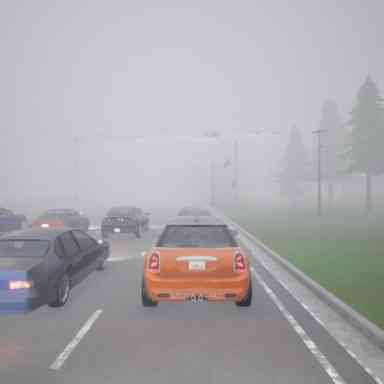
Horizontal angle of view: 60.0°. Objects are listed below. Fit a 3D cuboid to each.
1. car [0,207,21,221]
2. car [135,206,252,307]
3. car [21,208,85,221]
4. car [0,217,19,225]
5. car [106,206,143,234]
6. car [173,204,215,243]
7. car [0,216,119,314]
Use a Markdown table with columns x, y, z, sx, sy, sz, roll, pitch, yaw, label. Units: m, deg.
| x | y | z | sx | sy | sz | roll | pitch | yaw | label |
| --- | --- | --- | --- | --- | --- | --- | --- | --- | --- |
| -10.419 | 1.471 | 17.160 | 1.882 | 1.535 | 5.008 | 0 | 0 | 0 | car |
| 0.092 | 1.349 | 8.145 | 2.097 | 1.767 | 4.553 | 0 | 0 | 0 | car |
| -6.921 | 1.558 | 17.700 | 1.994 | 1.385 | 4.181 | 0 | 0 | 0 | car |
| -6.913 | 1.598 | 8.939 | 1.895 | 1.301 | 4.718 | 0 | 0 | 0 | car |
| -3.420 | 1.499 | 17.615 | 1.837 | 1.490 | 4.892 | 0 | 0 | 0 | car |
| 0.082 | 1.472 | 17.172 | 1.882 | 1.535 | 5.008 | 0 | 0 | 0 | car |
| -3.407 | 1.545 | 7.870 | 2.033 | 1.411 | 5.357 | 0 | 0 | 0 | car |
